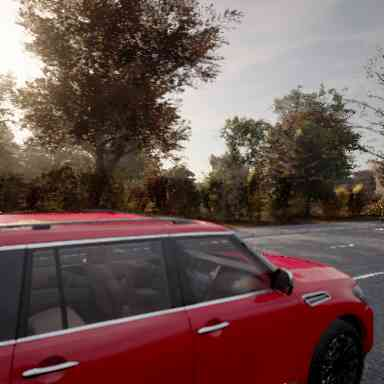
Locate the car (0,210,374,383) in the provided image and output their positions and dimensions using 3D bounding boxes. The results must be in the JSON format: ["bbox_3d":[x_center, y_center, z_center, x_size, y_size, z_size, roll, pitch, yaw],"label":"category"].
[{"bbox_3d":[-0.516,1.211,3.264,5.566,2.045,2.150,0,0,-35],"label":"car"}]
